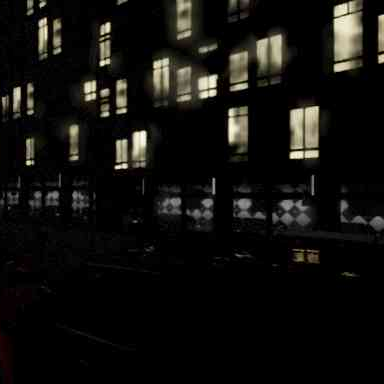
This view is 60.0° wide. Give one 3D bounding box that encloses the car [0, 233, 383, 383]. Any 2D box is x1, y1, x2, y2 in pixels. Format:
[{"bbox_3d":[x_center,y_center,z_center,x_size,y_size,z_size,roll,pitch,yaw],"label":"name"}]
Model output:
[{"bbox_3d":[-0.018,1.319,2.882,5.009,1.841,2.192,0,0,35],"label":"car"}]
